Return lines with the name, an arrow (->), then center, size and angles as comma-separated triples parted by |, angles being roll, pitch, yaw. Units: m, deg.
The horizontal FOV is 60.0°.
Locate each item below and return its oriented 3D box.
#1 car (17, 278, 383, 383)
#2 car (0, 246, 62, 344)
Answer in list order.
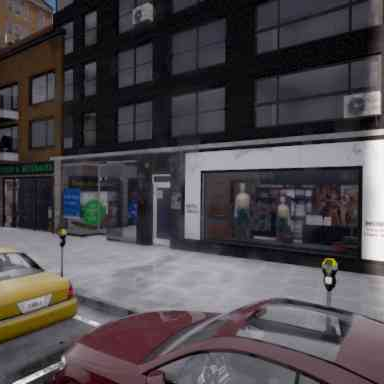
car -> 0.621, 1.581, 2.635 | 4.206, 1.307, 1.802 | 0, 1, 36
car -> -4.065, 1.523, 5.977 | 4.829, 1.417, 1.752 | 0, 1, 36
